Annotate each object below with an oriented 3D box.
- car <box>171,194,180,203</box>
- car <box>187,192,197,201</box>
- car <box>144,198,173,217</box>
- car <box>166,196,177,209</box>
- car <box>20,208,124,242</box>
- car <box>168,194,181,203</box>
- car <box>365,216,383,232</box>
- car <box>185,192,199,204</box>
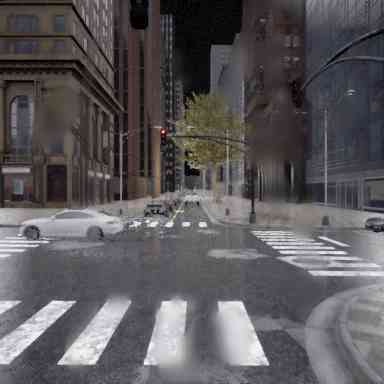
[{"bbox_3d":[-3.153,1.393,49.415,1.895,1.301,4.718,0,0,0],"label":"car"},{"bbox_3d":[-0.057,0.938,70.851,2.097,1.767,4.553,0,1,0],"label":"car"},{"bbox_3d":[-3.134,1.490,30.286,1.994,1.385,4.181,0,0,0],"label":"car"},{"bbox_3d":[-3.144,1.470,39.078,1.895,1.301,4.718,0,0,0],"label":"car"},{"bbox_3d":[-5.622,1.499,15.753,4.674,1.442,1.812,1,0,0],"label":"car"},{"bbox_3d":[-3.119,1.192,59.811,2.128,1.511,4.902,0,1,1],"label":"car"},{"bbox_3d":[11.907,1.631,18.342,4.403,1.369,2.008,0,0,0],"label":"car"},{"bbox_3d":[0.037,0.957,55.564,2.150,2.045,5.566,0,0,0],"label":"car"}]
